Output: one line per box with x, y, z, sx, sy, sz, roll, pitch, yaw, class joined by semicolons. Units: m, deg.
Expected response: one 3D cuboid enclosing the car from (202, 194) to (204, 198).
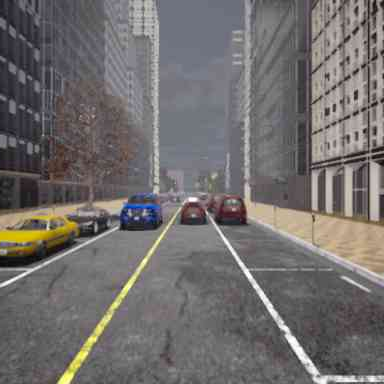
2.708;1.302;46.837;1.752;1.417;4.829;0;0;0;car

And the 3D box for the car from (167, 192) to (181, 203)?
-3.022;1.193;61.252;2.128;1.511;4.902;0;0;1;car

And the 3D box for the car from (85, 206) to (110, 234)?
-5.682;1.468;18.222;2.008;1.369;4.403;0;0;0;car

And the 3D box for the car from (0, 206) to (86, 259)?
-5.684;1.470;12.358;1.752;1.417;4.829;0;0;0;car

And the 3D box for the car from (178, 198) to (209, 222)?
0.106;1.411;24.833;1.812;1.442;4.674;0;1;0;car

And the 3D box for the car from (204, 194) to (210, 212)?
2.705;1.150;35.283;2.192;1.841;5.009;0;0;0;car

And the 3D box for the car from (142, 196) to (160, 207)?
-5.673;1.344;46.684;1.947;1.339;4.313;0;0;0;car

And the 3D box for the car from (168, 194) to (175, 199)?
-5.658;1.110;92.221;1.802;1.307;4.206;0;0;0;car

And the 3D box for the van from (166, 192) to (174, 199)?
-5.659;0.902;86.527;1.690;1.788;3.998;0;0;0;van

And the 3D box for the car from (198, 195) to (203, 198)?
0.113;1.402;42.178;1.895;1.301;4.718;0;0;0;car

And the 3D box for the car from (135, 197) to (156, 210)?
-5.675;1.358;40.991;2.008;1.369;4.403;0;0;0;car

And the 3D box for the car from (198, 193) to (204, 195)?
2.717;1.190;75.129;1.947;1.339;4.313;0;0;0;car

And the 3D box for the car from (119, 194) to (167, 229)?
-3.095;1.127;21.399;2.150;2.045;5.566;0;0;0;car

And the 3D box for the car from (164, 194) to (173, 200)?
-5.662;1.137;80.836;1.887;1.381;4.507;0;0;0;car

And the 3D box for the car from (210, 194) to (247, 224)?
2.702;1.205;23.899;2.192;1.841;5.009;0;0;0;car
